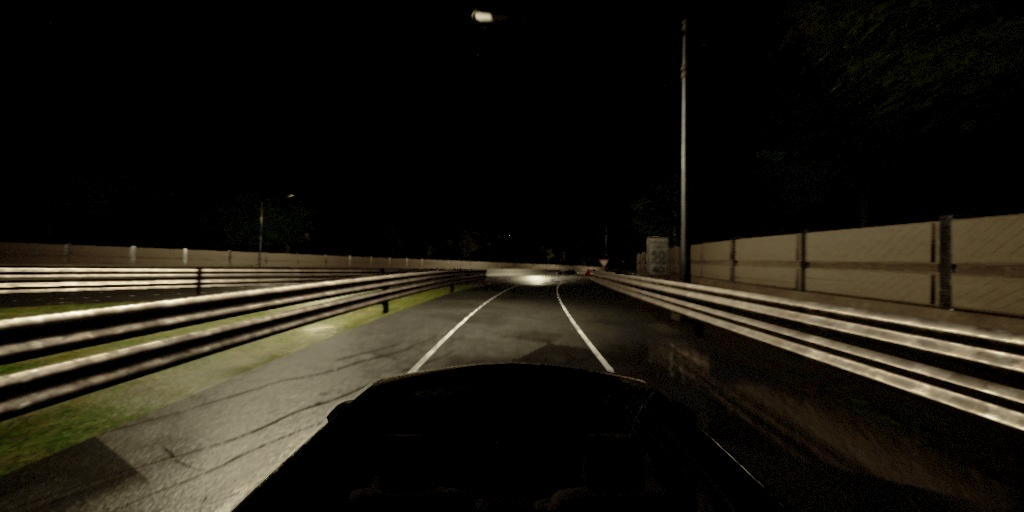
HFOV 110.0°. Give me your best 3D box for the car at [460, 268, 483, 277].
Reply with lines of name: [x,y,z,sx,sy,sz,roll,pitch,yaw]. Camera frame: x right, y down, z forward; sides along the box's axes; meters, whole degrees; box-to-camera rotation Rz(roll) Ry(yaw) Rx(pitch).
car: [-5.182,2.200,43.031,1.837,1.490,4.892,0,-2,29]

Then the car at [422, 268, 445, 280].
car: [-8.254,2.265,44.710,2.033,1.411,5.357,0,-2,29]
